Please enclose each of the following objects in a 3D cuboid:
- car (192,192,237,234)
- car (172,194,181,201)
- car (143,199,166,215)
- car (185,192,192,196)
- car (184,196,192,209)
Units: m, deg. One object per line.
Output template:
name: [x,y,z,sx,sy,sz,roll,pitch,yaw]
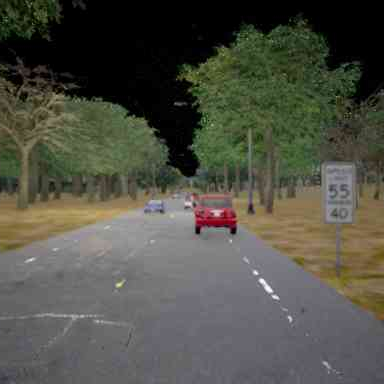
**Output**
car: [1.223,1.174,18.891,2.150,2.045,5.566,0,0,0]
car: [-3.506,1.155,74.102,1.812,1.442,4.674,0,0,0]
car: [-3.601,1.435,33.130,1.812,1.442,4.674,0,0,0]
car: [-0.005,1.043,54.302,2.150,2.045,5.566,0,0,0]
car: [0.031,1.480,41.634,1.895,1.301,4.718,0,0,0]
